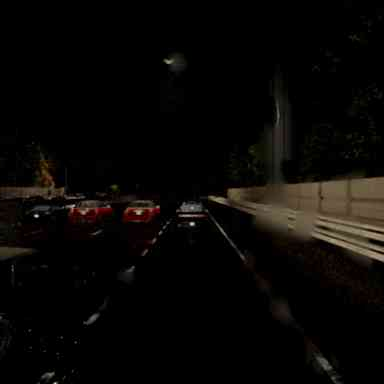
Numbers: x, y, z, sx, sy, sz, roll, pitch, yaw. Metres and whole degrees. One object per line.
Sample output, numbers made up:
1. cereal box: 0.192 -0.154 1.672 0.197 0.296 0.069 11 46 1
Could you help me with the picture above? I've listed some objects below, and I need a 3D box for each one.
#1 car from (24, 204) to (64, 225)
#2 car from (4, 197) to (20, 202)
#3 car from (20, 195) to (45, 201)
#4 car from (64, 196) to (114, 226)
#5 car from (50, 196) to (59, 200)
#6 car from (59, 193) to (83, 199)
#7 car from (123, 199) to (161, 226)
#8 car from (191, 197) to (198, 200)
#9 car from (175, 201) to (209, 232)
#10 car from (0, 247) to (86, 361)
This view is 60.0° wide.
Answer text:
1. car: -10.380 1.559 24.217 1.994 1.385 4.181 0 0 0
2. car: -31.444 1.575 58.842 1.994 1.385 4.181 0 0 0
3. car: -27.949 1.377 59.057 2.097 1.767 4.553 0 0 0
4. car: -6.884 1.351 23.233 2.097 1.767 4.553 0 0 0
5. car: -24.444 1.510 61.138 1.882 1.535 5.008 0 0 0
6. car: -20.950 1.256 59.127 2.150 2.045 5.566 0 0 0
7. car: -3.385 1.355 23.256 2.097 1.767 4.553 0 0 0
8. car: 0.030 1.579 34.937 1.994 1.385 4.181 0 0 0
9. car: 0.011 1.498 20.304 2.128 1.511 4.902 0 0 0
10. car: -3.405 1.598 5.724 1.895 1.301 4.718 0 0 0
